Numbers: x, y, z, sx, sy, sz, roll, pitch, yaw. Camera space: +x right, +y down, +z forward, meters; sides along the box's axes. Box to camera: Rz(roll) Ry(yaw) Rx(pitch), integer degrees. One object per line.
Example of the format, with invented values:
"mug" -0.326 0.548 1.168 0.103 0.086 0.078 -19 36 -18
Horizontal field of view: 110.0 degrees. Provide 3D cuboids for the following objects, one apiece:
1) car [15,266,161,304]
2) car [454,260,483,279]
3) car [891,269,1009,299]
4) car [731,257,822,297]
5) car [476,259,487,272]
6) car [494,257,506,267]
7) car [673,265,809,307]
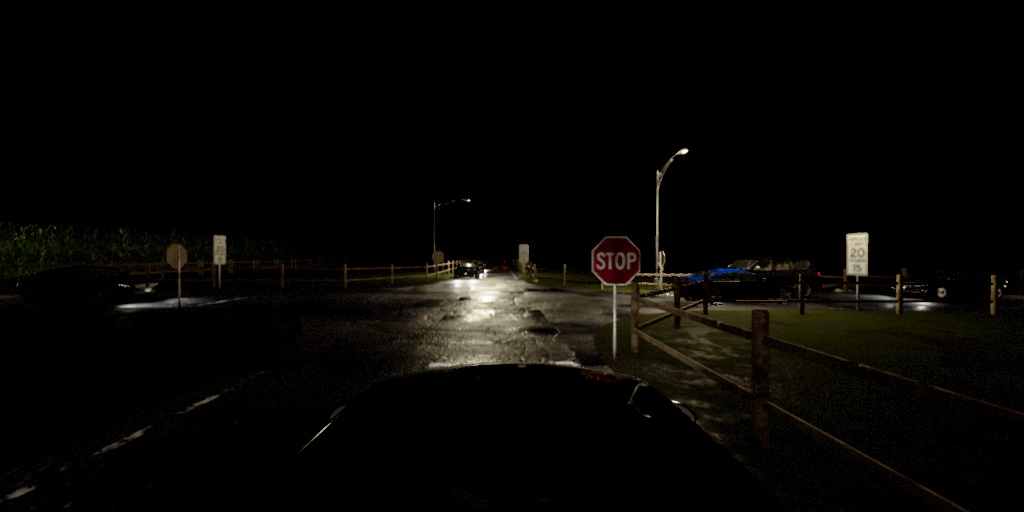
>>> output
"car" -17.503 1.138 14.905 4.674 1.442 1.812 0 0 -1
"car" -3.852 1.275 31.411 1.994 1.385 4.181 0 0 -1
"car" 22.953 1.442 18.871 4.892 1.490 1.837 1 0 -1
"car" 12.797 1.070 18.633 5.566 2.045 2.150 0 0 -1
"car" -4.196 1.202 41.490 1.837 1.490 4.892 0 0 -2
"car" -2.088 1.020 62.904 2.097 1.767 4.553 0 0 -2
"car" 9.674 1.311 15.636 5.008 1.535 1.882 1 -1 -6
